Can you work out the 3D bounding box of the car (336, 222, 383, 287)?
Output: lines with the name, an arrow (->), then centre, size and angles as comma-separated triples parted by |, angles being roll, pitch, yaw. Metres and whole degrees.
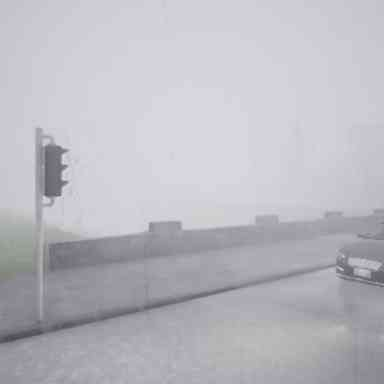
car -> 5.710, 1.498, 8.681 | 4.902, 1.511, 2.128 | 0, 0, -35
